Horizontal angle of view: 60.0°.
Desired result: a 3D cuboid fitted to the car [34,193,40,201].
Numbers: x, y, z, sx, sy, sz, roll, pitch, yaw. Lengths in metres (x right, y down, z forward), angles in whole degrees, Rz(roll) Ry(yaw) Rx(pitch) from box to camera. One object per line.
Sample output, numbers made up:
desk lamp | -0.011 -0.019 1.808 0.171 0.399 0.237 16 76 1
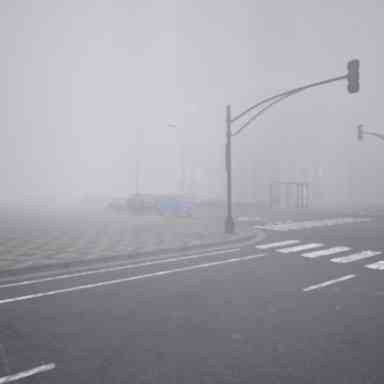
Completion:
car | -30.944 1.187 69.184 1.967 1.590 4.097 -1 0 -35

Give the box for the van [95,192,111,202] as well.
van | -17.417 0.989 64.878 1.690 1.788 3.998 -1 0 -35

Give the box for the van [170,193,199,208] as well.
van | -0.955 0.993 41.751 1.690 1.788 3.998 -1 0 -35

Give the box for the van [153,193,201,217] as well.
van | -1.315 1.099 27.555 1.690 1.788 3.998 -1 0 -35

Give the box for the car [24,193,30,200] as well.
car | -37.527 1.313 78.436 1.947 1.339 4.313 -1 0 -35

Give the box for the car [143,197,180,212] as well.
car | -3.282 1.286 34.919 1.994 1.385 4.181 -1 1 -35

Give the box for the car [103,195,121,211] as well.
car | -7.897 1.332 36.808 1.802 1.307 4.206 -1 0 -35

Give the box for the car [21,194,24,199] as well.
car | -40.720 1.273 82.922 1.752 1.417 4.829 -1 0 -35

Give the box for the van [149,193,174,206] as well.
van | -4.248 0.990 46.376 1.690 1.788 3.998 -1 0 -35

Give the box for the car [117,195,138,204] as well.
car | -10.830 1.230 55.628 1.802 1.307 4.206 -1 0 -35

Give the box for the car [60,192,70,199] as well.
car | -33.878 0.964 88.005 2.192 1.841 5.009 -1 0 -35

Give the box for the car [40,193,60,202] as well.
car | -27.651 1.297 64.560 2.008 1.369 4.403 -1 0 -35

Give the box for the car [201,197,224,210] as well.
car | 2.339 1.237 37.127 1.802 1.307 4.206 -1 0 -35

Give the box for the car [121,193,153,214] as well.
car | -4.607 1.069 32.181 2.192 1.841 5.009 -1 0 -35

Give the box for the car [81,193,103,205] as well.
car | -16.388 1.240 53.475 1.812 1.442 4.674 -1 0 -35

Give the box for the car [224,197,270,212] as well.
car | 5.631 1.210 32.501 2.008 1.369 4.403 -1 0 -35

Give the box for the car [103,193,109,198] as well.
car | -14.122 1.230 60.254 1.802 1.307 4.206 -1 0 -35

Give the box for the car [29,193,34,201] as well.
car | -34.137 1.272 73.672 1.752 1.417 4.829 -1 0 -35
